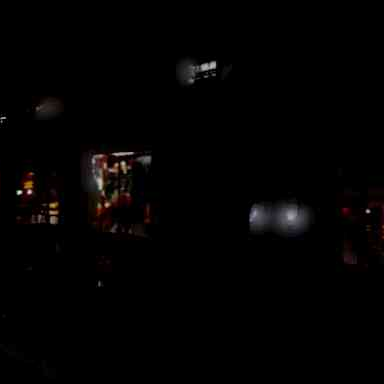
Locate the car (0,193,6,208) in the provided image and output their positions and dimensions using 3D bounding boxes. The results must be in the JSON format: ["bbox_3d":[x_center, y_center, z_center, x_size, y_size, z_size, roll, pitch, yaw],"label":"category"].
[{"bbox_3d":[-15.585,0.807,27.857,4.674,1.442,1.812,-1,2,-40],"label":"car"}]
